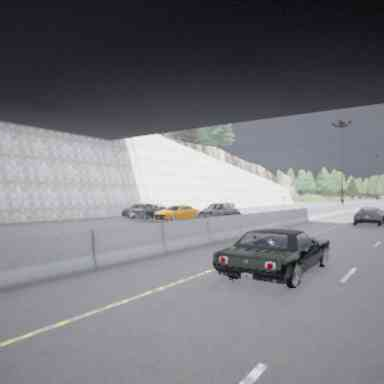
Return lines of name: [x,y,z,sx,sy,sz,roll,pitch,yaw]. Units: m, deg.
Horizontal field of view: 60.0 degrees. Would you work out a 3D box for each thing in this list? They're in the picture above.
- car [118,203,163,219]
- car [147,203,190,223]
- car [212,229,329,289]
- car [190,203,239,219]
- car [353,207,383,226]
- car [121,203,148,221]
car: [-5.406,1.933,35.369,1.837,1.490,4.892,-1,-1,35]
car: [-1.283,1.828,29.037,1.882,1.535,5.008,-1,-1,35]
car: [2.557,1.717,9.653,1.895,1.301,4.718,-1,-1,35]
car: [2.181,1.687,27.888,2.097,1.767,4.553,-1,-1,35]
car: [14.149,1.875,26.390,1.994,1.385,4.181,-1,-1,35]
car: [-3.962,1.871,31.314,2.128,1.511,4.902,-1,-1,35]
